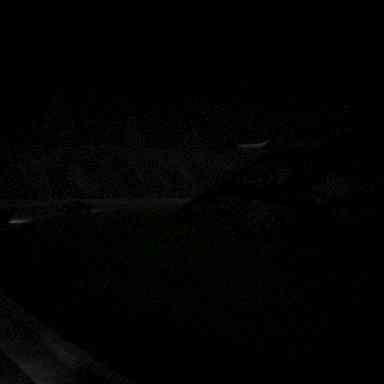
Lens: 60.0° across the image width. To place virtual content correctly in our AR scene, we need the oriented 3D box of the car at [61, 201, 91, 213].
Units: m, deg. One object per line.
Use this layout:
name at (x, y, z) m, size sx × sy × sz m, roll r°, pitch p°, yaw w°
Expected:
car at (-14.091, 1.794, 40.469) m, size 1.812 × 1.442 × 4.674 m, roll 0°, pitch 0°, yaw 12°

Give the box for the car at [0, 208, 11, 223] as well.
car at (-14.620, 1.666, 23.807) m, size 1.812 × 1.442 × 4.674 m, roll 0°, pitch 0°, yaw -11°
